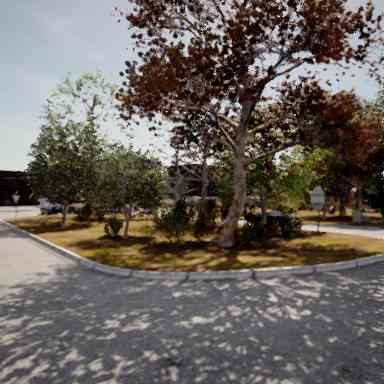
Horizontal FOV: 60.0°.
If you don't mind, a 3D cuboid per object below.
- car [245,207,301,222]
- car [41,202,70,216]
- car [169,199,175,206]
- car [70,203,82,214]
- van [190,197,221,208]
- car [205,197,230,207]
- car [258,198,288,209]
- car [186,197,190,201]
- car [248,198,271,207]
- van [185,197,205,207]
[{"bbox_3d":[6.640,2.176,27.306,1.895,1.301,4.718,3,-3,-35],"label":"car"},{"bbox_3d":[-17.193,1.976,41.194,2.185,1.767,4.553,0,0,-35],"label":"car"},{"bbox_3d":[-4.478,2.139,65.681,1.946,1.575,5.366,1,-1,-36],"label":"car"},{"bbox_3d":[-14.643,2.129,43.081,2.002,1.452,4.674,0,0,-36],"label":"car"},{"bbox_3d":[2.196,1.909,55.286,1.878,1.987,4.442,1,-1,-36],"label":"van"},{"bbox_3d":[5.510,2.100,72.602,2.435,2.045,5.566,1,-1,-36],"label":"car"},{"bbox_3d":[15.742,2.200,64.940,2.435,2.045,5.566,2,-1,-36],"label":"car"},{"bbox_3d":[-1.981,2.053,67.209,2.185,1.767,4.553,1,-1,-36],"label":"car"},{"bbox_3d":[11.322,2.065,61.733,2.435,2.045,5.566,2,-1,-36],"label":"car"},{"bbox_3d":[0.536,2.004,68.913,1.878,1.987,4.442,1,-1,-36],"label":"van"}]
